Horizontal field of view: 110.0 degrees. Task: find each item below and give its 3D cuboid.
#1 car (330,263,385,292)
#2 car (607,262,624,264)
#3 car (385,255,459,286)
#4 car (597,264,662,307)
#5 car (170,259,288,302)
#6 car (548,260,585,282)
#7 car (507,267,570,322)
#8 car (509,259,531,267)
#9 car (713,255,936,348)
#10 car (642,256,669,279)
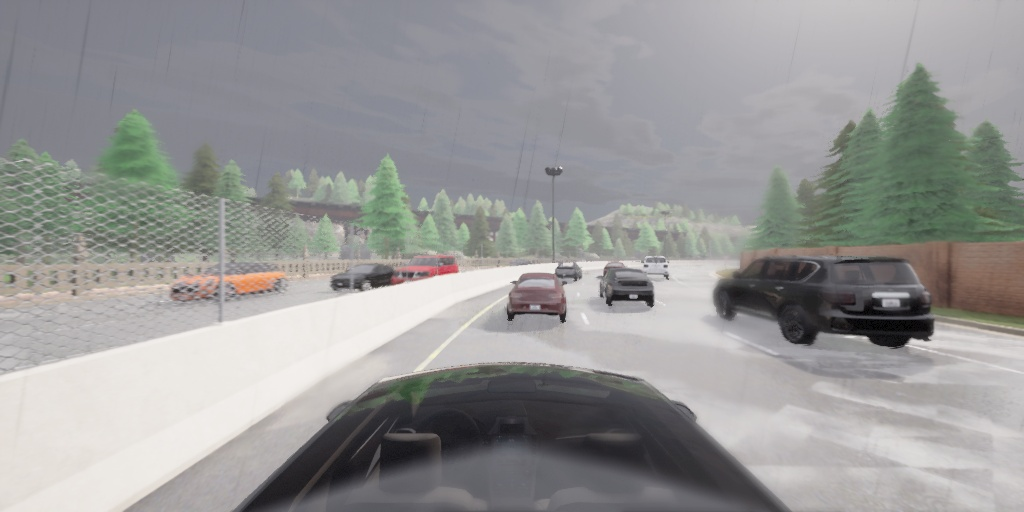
[{"bbox_3d":[-8.479,1.191,21.175,1.882,1.535,5.008,0,0,12],"label":"car"},{"bbox_3d":[9.688,1.275,33.431,1.882,1.535,5.008,0,0,21],"label":"car"},{"bbox_3d":[-4.930,0.951,21.325,2.150,2.045,5.566,0,0,12],"label":"car"},{"bbox_3d":[4.956,1.279,15.874,1.837,1.490,4.892,0,0,9],"label":"car"},{"bbox_3d":[-12.785,1.045,16.567,2.097,1.767,4.553,0,0,9],"label":"car"},{"bbox_3d":[4.750,1.266,29.855,2.128,1.511,4.902,0,0,17],"label":"car"},{"bbox_3d":[0.922,1.281,12.358,1.812,1.442,4.674,0,0,7],"label":"car"},{"bbox_3d":[1.284,1.253,56.604,2.128,1.511,4.902,0,0,31],"label":"car"},{"bbox_3d":[7.596,1.007,9.613,2.150,2.045,5.566,0,0,5],"label":"car"},{"bbox_3d":[13.343,1.035,33.320,2.150,2.045,5.566,0,0,21],"label":"car"}]
